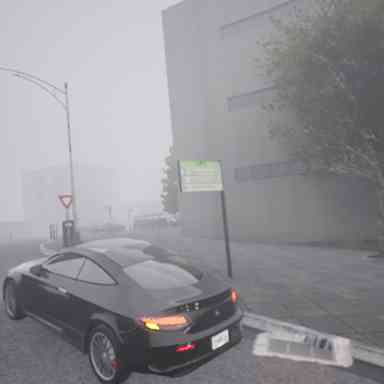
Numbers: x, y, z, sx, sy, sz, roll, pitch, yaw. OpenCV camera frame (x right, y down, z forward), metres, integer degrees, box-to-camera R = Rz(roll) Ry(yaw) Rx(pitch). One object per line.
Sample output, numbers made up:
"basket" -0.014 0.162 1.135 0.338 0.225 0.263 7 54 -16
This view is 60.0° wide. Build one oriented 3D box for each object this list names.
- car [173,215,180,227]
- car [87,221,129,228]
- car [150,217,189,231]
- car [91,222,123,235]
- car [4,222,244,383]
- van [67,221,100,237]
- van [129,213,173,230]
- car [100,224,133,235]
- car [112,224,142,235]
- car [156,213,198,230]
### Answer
"car" -4.190 4.283 44.469 4.792 1.488 2.163 -7 -7 21
"car" -10.347 4.440 41.407 2.033 1.411 5.357 -7 -6 22
"car" -3.186 4.503 47.108 5.008 1.535 2.097 -7 -8 20
"car" -13.706 5.940 53.788 4.553 1.767 2.185 -7 -8 21
"car" -1.376 1.495 5.352 4.674 1.442 1.812 1 1 42
"van" -15.885 5.362 48.696 4.442 1.987 1.878 -7 -7 21
"van" -5.144 3.801 41.882 4.442 1.987 1.878 -7 -7 21
"car" -12.831 6.359 56.552 5.366 1.575 1.946 -7 -8 21
"car" -11.608 6.630 59.057 4.792 1.488 2.163 -7 -8 21
"car" -2.228 4.510 49.682 5.566 2.045 2.435 -7 -8 21
